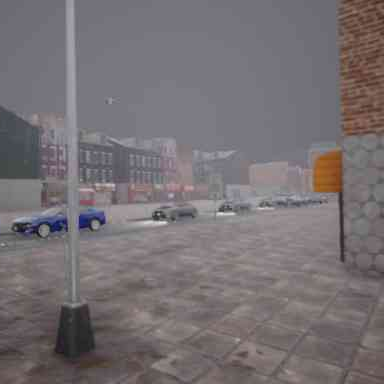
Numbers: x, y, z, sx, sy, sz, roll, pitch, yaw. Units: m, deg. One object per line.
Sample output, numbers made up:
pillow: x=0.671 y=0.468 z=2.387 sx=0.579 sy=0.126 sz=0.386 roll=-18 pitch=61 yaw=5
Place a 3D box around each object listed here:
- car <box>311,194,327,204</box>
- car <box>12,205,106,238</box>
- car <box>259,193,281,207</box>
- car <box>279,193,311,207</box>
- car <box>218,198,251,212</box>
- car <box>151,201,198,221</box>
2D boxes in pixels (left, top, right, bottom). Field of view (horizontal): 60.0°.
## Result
car: x=18.703 y=1.017 z=49.530 sx=1.994 sy=1.385 sz=4.181 roll=-2 pitch=0 yaw=35
car: x=-7.008 y=1.456 z=18.006 sx=1.882 sy=1.535 sz=5.008 roll=-2 pitch=0 yaw=35
car: x=10.040 y=1.215 z=42.114 sx=1.994 sy=1.385 sz=4.181 roll=-2 pitch=0 yaw=36
car: x=12.795 y=1.097 z=41.071 sx=1.812 sy=1.442 sz=4.674 roll=-2 pitch=0 yaw=36
car: x=4.424 y=1.327 z=34.202 sx=1.994 sy=1.385 sz=4.181 roll=-2 pitch=0 yaw=35
car: x=-1.321 y=1.436 z=26.077 sx=1.994 sy=1.385 sz=4.181 roll=-2 pitch=0 yaw=35
